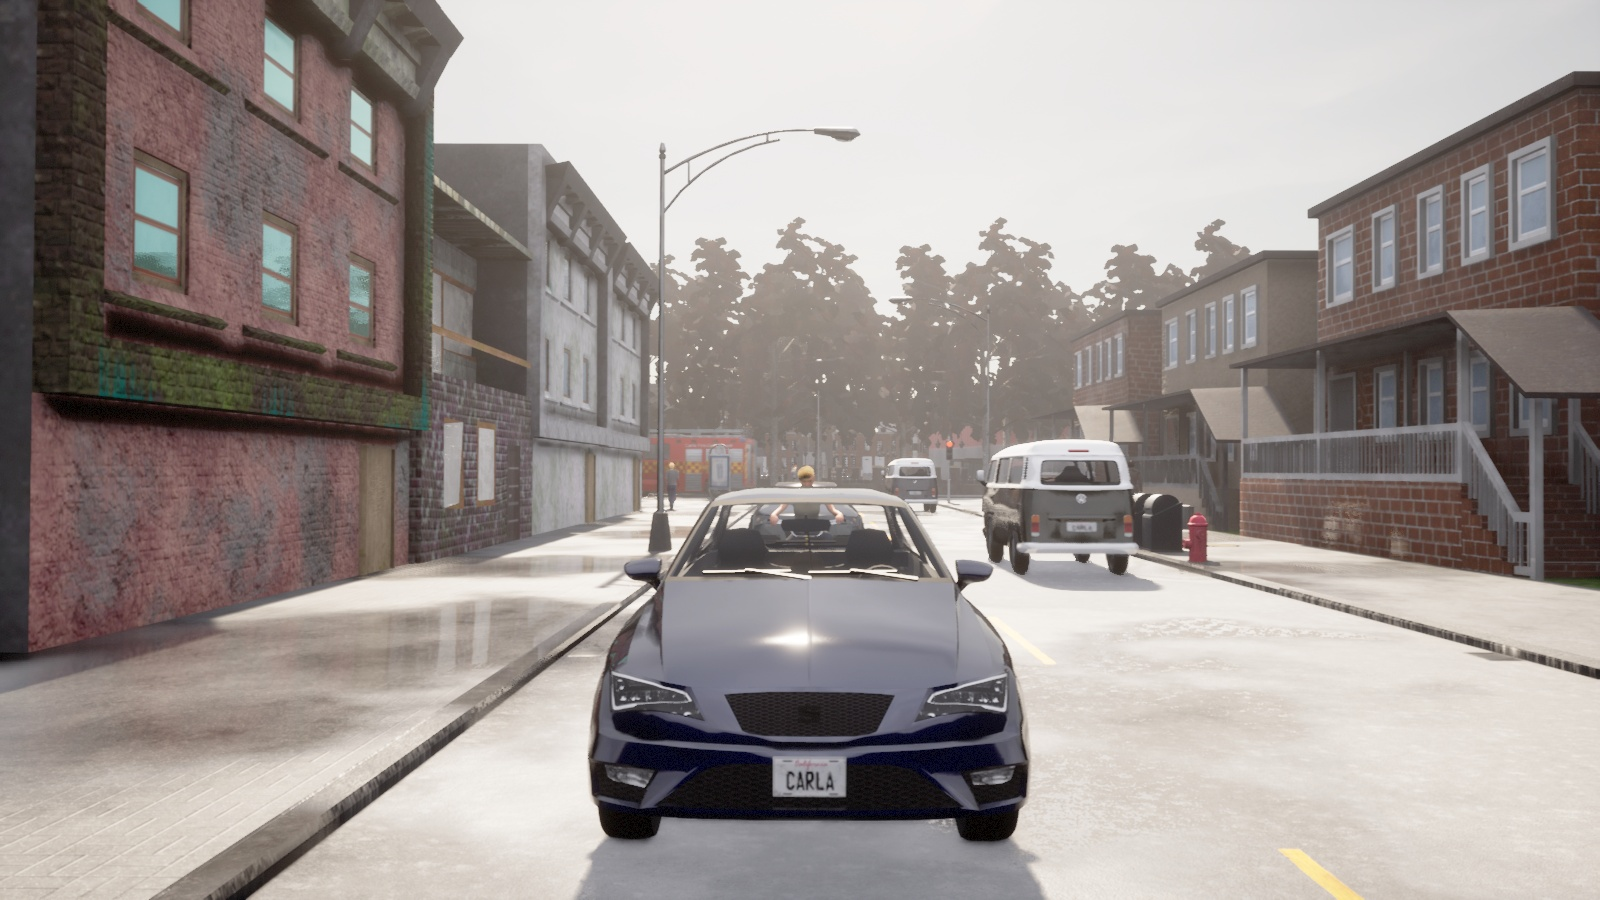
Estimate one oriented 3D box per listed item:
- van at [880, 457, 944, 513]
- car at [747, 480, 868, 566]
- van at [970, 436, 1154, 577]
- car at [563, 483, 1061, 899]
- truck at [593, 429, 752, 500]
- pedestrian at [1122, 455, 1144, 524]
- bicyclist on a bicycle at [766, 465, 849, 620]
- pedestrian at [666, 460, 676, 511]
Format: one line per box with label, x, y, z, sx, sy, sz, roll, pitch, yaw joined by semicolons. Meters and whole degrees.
van;4.240;1.311;48.096;2.069;2.038;4.480;0;-1;0
car;0.123;1.253;22.839;1.994;1.385;4.181;0;-1;0
van;4.111;0.857;20.467;2.069;2.038;4.480;0;-1;0
car;0.048;0.937;6.688;1.816;1.474;4.193;0;-1;0
truck;-7.133;0.839;70.648;8.468;3.827;2.891;0;-1;10
pedestrian;8.796;1.034;33.191;0.328;1.805;0.869;0;-1;0
bicyclist on a bicycle;0.082;0.978;13.853;0.866;1.612;1.509;0;-1;0
pedestrian;-4.712;1.297;45.938;0.354;1.836;0.706;0;-1;-4
